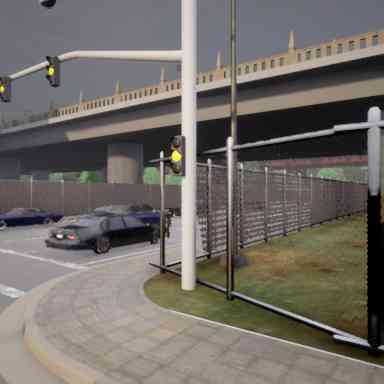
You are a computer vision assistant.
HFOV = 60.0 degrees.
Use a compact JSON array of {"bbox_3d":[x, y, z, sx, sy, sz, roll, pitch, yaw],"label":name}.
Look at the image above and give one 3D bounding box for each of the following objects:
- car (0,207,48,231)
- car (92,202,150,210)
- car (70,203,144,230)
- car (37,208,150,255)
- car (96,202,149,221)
[{"bbox_3d":[-10.991,1.656,21.344,1.895,1.301,4.718,0,0,37],"label":"car"},{"bbox_3d":[-3.240,1.407,19.764,2.097,1.767,4.553,0,0,35],"label":"car"},{"bbox_3d":[-5.630,1.560,22.794,1.837,1.490,4.892,0,0,35],"label":"car"},{"bbox_3d":[-3.204,1.604,13.751,2.033,1.411,5.357,0,0,35],"label":"car"},{"bbox_3d":[-5.867,1.619,28.517,1.994,1.385,4.181,0,0,36],"label":"car"}]
